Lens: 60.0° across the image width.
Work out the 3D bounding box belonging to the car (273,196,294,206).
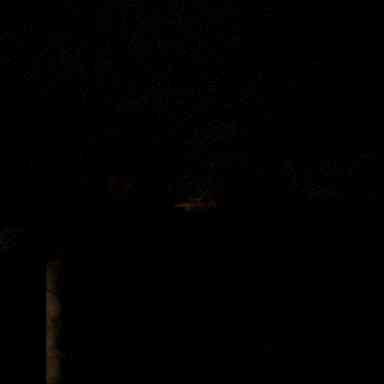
[{"bbox_3d":[13.481,1.300,48.882,1.837,1.490,4.892,1,0,36],"label":"car"}]

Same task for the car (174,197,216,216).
[{"bbox_3d":[0.390,1.287,30.980,1.882,1.535,5.008,1,0,36],"label":"car"}]
